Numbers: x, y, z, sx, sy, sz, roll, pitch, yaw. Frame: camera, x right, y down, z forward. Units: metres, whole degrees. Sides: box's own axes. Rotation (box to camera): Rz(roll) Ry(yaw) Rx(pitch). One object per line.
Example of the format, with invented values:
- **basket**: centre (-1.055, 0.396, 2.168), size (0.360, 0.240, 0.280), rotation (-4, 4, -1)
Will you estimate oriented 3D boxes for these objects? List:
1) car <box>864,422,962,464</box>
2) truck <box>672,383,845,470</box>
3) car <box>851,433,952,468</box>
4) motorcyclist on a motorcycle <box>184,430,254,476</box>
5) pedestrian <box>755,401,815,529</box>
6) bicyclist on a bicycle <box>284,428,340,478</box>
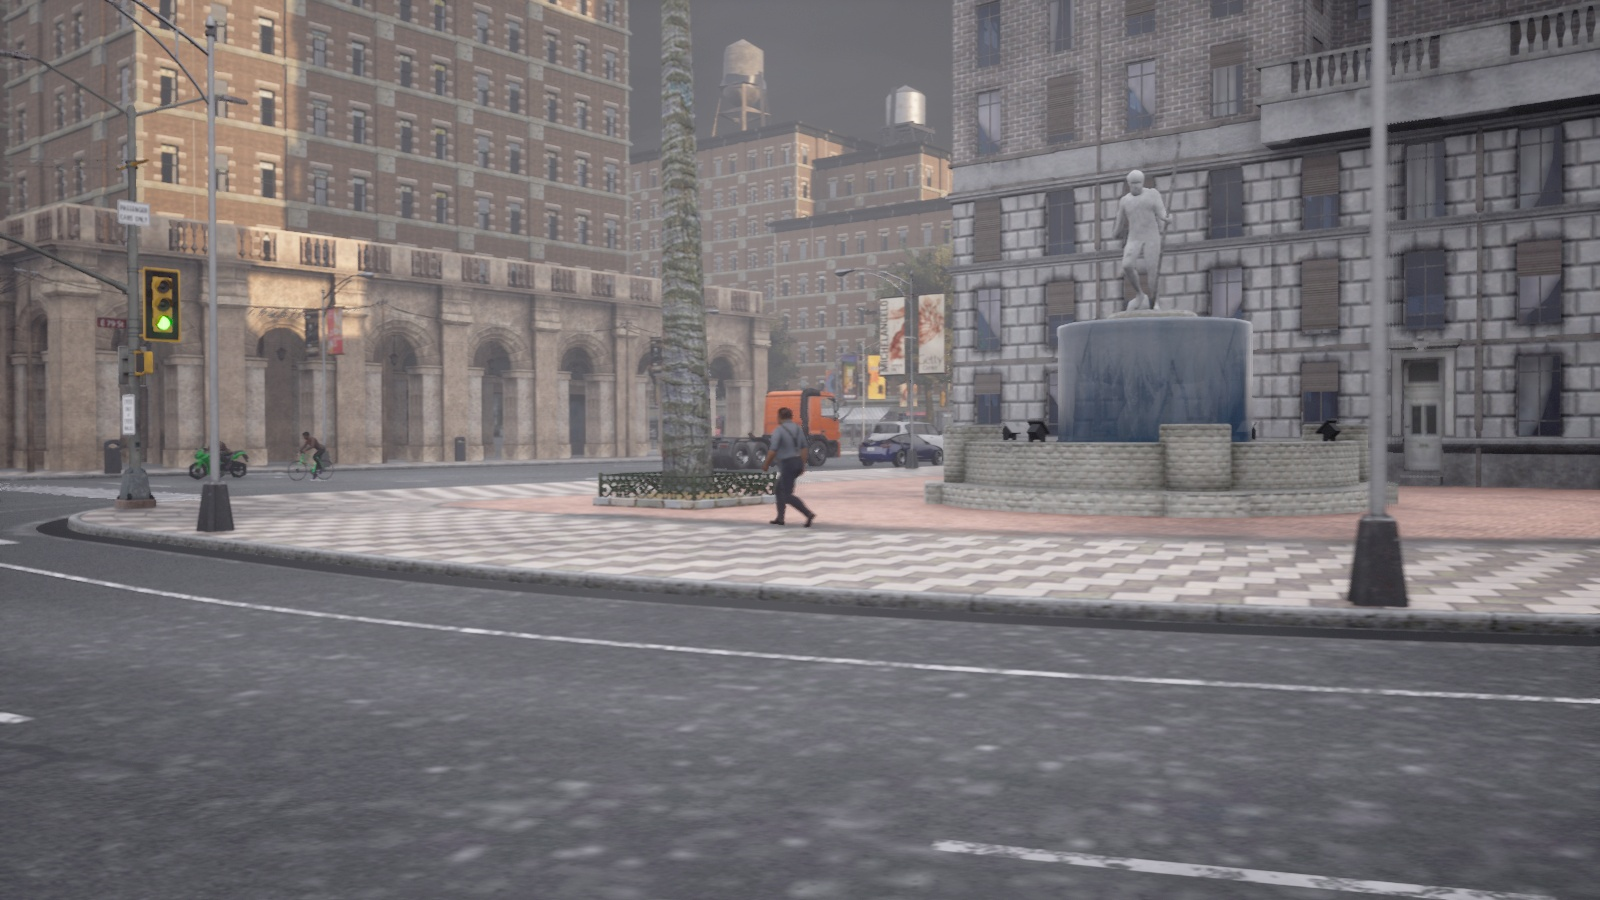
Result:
- **car**: centre (5.736, -0.374, 63.033), size (2.150, 2.045, 5.566), rotation (1, 1, 39)
- **truck**: centre (-1.639, -0.973, 54.045), size (2.891, 3.462, 7.936), rotation (1, 1, 40)
- **car**: centre (4.572, 0.006, 56.078), size (2.163, 1.488, 4.792), rotation (1, 1, 39)
- **motorcyclist on a motorcycle**: centre (-19.852, 0.085, 42.946), size (0.797, 1.523, 2.044), rotation (1, 1, 40)
- **pedestrian**: centre (-0.222, 0.206, 18.488), size (0.694, 1.848, 0.540), rotation (1, 1, 38)
- **bicyclist on a bicycle**: centre (-16.281, 0.086, 41.889), size (0.582, 1.620, 1.656), rotation (1, 1, 40)
